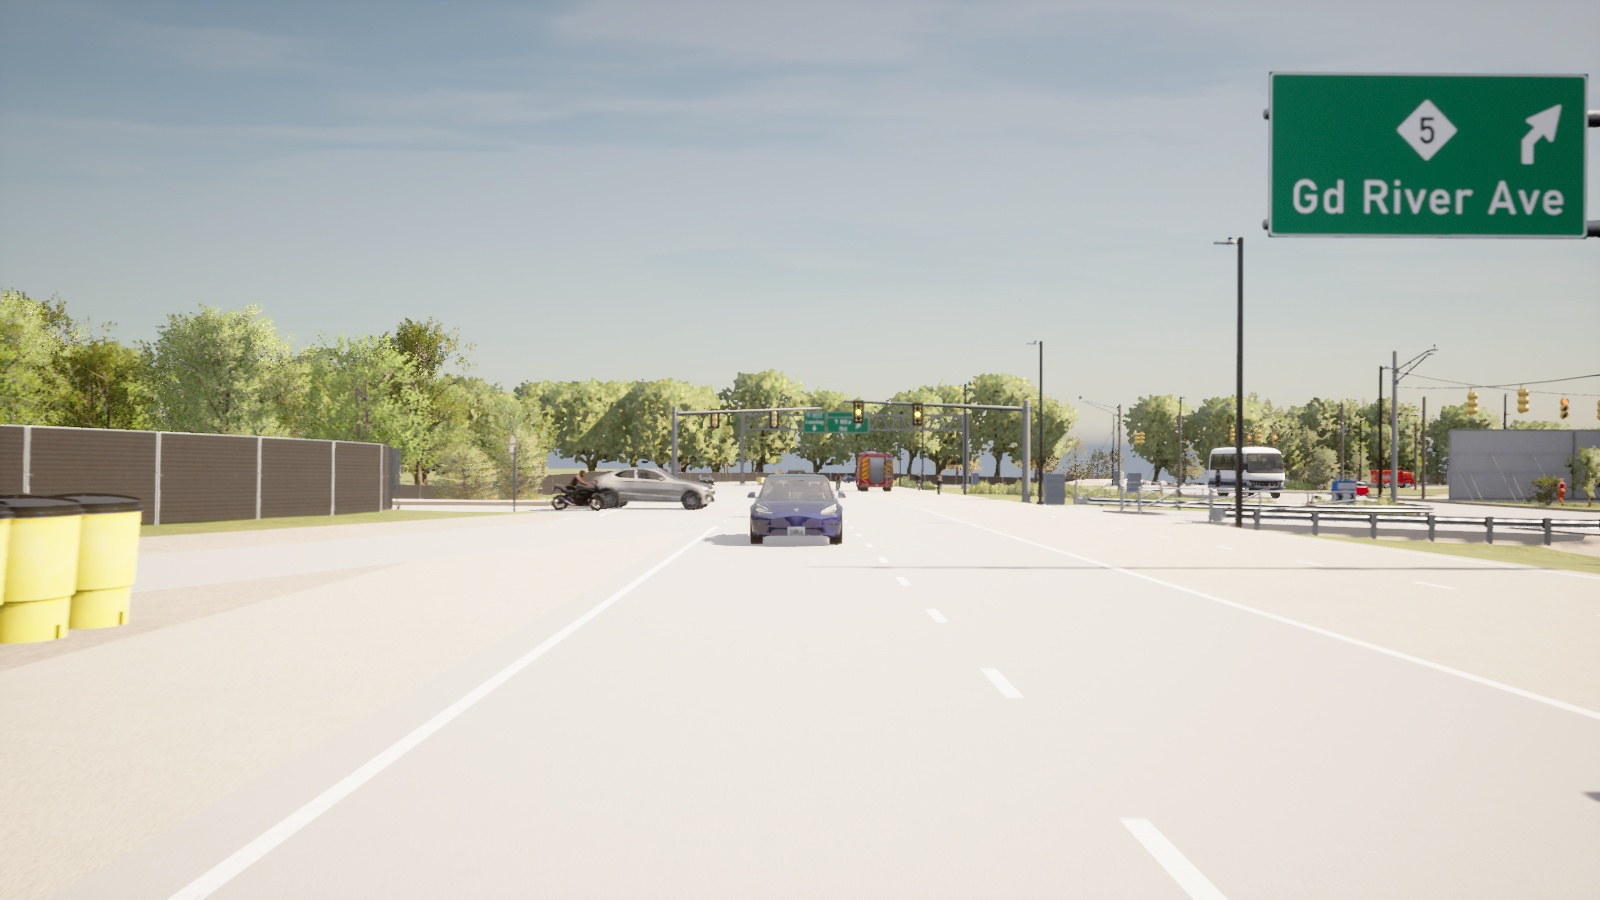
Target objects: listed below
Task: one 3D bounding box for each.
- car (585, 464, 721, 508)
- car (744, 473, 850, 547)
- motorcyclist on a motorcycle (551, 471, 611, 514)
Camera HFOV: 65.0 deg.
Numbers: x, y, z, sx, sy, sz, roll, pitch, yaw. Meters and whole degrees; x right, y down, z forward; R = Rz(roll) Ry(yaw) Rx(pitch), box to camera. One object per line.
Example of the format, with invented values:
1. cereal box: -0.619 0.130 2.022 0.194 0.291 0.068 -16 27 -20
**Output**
1. car: -5.760 1.403 49.647 5.027 1.651 2.152 0 -1 5
2. car: -0.065 1.272 27.936 2.163 1.488 4.792 0 -1 0
3. motorcyclist on a motorcycle: -8.076 1.560 46.339 2.044 1.523 0.797 0 0 2
